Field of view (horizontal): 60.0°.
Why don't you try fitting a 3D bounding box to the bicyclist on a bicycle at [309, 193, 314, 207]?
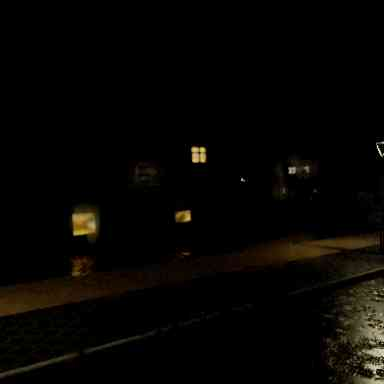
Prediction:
[{"bbox_3d":[14.630,0.943,40.577,0.582,1.620,1.656,0,3,38],"label":"bicyclist on a bicycle"}]
